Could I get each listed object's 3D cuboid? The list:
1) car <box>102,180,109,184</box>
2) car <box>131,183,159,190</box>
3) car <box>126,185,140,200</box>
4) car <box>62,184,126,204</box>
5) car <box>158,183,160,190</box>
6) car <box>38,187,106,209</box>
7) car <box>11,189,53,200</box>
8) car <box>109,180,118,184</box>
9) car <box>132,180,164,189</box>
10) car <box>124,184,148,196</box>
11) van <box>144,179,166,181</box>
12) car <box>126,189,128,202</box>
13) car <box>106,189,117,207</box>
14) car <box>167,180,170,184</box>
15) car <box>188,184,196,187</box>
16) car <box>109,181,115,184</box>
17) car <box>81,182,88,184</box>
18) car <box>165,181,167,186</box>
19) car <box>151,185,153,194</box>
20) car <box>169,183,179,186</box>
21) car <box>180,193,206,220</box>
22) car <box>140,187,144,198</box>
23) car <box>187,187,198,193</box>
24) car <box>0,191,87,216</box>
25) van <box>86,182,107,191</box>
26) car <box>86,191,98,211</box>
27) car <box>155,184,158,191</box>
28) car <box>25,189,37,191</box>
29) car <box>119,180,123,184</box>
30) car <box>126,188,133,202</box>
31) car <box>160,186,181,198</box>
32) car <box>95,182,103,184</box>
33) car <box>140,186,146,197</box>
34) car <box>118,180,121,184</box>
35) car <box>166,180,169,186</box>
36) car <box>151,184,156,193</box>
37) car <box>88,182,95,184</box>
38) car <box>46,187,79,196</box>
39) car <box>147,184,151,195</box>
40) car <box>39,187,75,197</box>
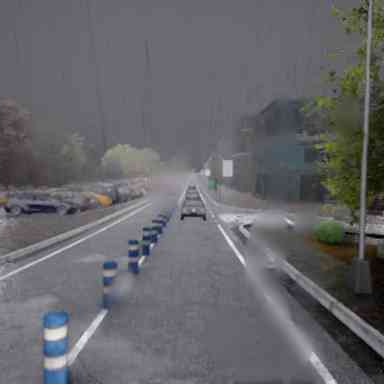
[{"bbox_3d":[-22.642,-1.211,75.541,5.566,2.045,2.435,0,3,1],"label":"car"},{"bbox_3d":[-9.637,-0.449,67.140,4.792,1.488,2.163,0,3,1],"label":"car"},{"bbox_3d":[-9.836,0.342,44.859,4.553,1.767,2.185,0,2,1],"label":"car"},{"bbox_3d":[-9.996,0.473,33.712,5.566,2.045,2.435,0,1,1],"label":"car"},{"bbox_3d":[-9.638,-0.593,69.922,4.674,1.452,2.002,0,3,1],"label":"car"},{"bbox_3d":[-10.050,0.666,28.142,4.553,1.767,2.185,0,1,1],"label":"car"},{"bbox_3d":[-22.916,0.372,47.716,4.892,1.521,2.231,0,2,1],"label":"car"},{"bbox_3d":[-22.575,-1.600,86.677,5.008,1.535,2.097,0,3,1],"label":"car"},{"bbox_3d":[-9.644,-1.044,72.684,5.566,2.045,2.435,0,3,1],"label":"car"},{"bbox_3d":[-9.823,0.052,53.216,4.553,1.767,2.185,0,2,1],"label":"car"},{"bbox_3d":[-9.606,-1.817,86.579,4.442,1.987,1.878,0,3,1],"label":"van"},{"bbox_3d":[-9.937,0.677,36.505,4.892,1.521,2.231,0,1,1],"label":"car"},{"bbox_3d":[-9.988,0.763,30.922,5.008,1.535,2.097,0,1,1],"label":"car"},{"bbox_3d":[-9.434,-1.913,92.148,5.008,1.535,2.097,0,3,1],"label":"car"},{"bbox_3d":[0.017,-1.138,77.958,1.882,1.535,5.008,0,3,0],"label":"car"},{"bbox_3d":[-22.597,-1.399,83.899,4.674,1.452,2.002,0,3,1],"label":"car"},{"bbox_3d":[-22.826,-0.444,61.505,5.566,2.045,2.435,0,3,1],"label":"car"},{"bbox_3d":[-9.521,-1.430,83.812,4.892,1.521,2.231,0,3,1],"label":"car"},{"bbox_3d":[-9.744,-0.020,58.785,4.674,1.452,2.002,0,3,1],"label":"car"},{"bbox_3d":[-3.252,-0.589,68.540,1.837,1.490,4.892,0,3,0],"label":"car"},{"bbox_3d":[0.109,1.178,24.977,2.033,1.411,5.357,1,3,0],"label":"car"},{"bbox_3d":[-9.813,0.408,47.650,4.792,1.488,2.163,0,2,1],"label":"car"},{"bbox_3d":[0.090,0.469,43.704,2.128,1.511,4.902,0,2,0],"label":"car"},{"bbox_3d":[-10.039,0.864,22.574,4.792,1.488,2.163,0,0,1],"label":"car"},{"bbox_3d":[-22.528,-1.345,78.323,4.442,1.987,1.878,0,3,1],"label":"van"},{"bbox_3d":[-10.073,0.843,25.358,4.792,1.488,2.163,0,0,1],"label":"car"},{"bbox_3d":[-9.686,-0.331,64.355,5.008,1.535,2.097,0,3,1],"label":"car"},{"bbox_3d":[-22.968,0.542,42.011,5.008,1.535,2.097,0,1,1],"label":"car"},{"bbox_3d":[-22.548,-1.892,92.237,4.792,1.488,2.163,0,3,1],"label":"car"},{"bbox_3d":[-9.889,0.648,39.284,4.792,1.488,2.163,0,1,1],"label":"car"},{"bbox_3d":[-3.332,0.195,52.743,2.033,1.411,5.357,0,2,0],"label":"car"},{"bbox_3d":[-22.881,-0.803,72.777,5.366,1.575,1.946,0,3,1],"label":"car"},{"bbox_3d":[-9.846,0.312,50.436,4.792,1.488,2.163,0,2,1],"label":"car"},{"bbox_3d":[-22.551,-1.759,89.458,4.892,1.521,2.231,0,3,1],"label":"car"},{"bbox_3d":[-9.470,-1.753,89.369,5.008,1.535,2.097,0,3,1],"label":"car"},{"bbox_3d":[-9.710,-0.192,61.569,5.008,1.535,2.097,0,3,0],"label":"car"},{"bbox_3d":[-22.778,-0.604,67.085,4.553,1.767,2.185,0,3,1],"label":"car"},{"bbox_3d":[-22.828,-0.062,58.731,5.008,1.535,2.097,0,3,1],"label":"car"},{"bbox_3d":[-9.798,-0.063,55.994,4.553,1.767,2.185,0,3,1],"label":"car"},{"bbox_3d":[-22.662,0.057,55.943,5.366,1.575,1.946,0,2,1],"label":"car"}]
